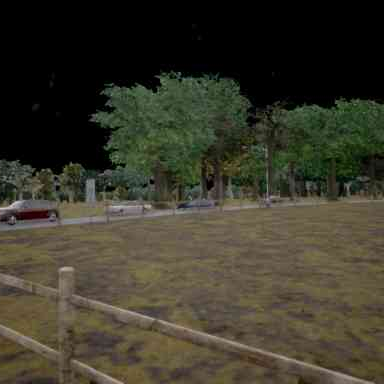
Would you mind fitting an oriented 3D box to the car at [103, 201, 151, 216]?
[{"bbox_3d":[-6.231,1.554,32.244,1.895,1.301,4.718,-2,-1,38],"label":"car"}]

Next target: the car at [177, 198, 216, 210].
[{"bbox_3d":[0.619,1.429,40.389,2.033,1.411,5.357,-2,-1,43],"label":"car"}]

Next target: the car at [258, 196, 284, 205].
[{"bbox_3d":[12.126,1.272,50.779,4.674,1.442,1.812,-1,-1,-37],"label":"car"}]

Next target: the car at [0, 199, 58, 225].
[{"bbox_3d":[-12.140,1.355,24.102,2.097,1.767,4.553,-2,-1,35],"label":"car"}]
